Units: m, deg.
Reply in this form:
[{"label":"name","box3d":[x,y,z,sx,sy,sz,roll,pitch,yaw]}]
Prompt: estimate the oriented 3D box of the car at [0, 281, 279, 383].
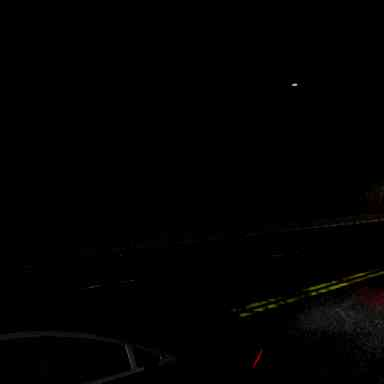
[{"label":"car","box3d":[-1.397,1.492,2.466,4.902,1.511,2.128,0,0,-36]}]
